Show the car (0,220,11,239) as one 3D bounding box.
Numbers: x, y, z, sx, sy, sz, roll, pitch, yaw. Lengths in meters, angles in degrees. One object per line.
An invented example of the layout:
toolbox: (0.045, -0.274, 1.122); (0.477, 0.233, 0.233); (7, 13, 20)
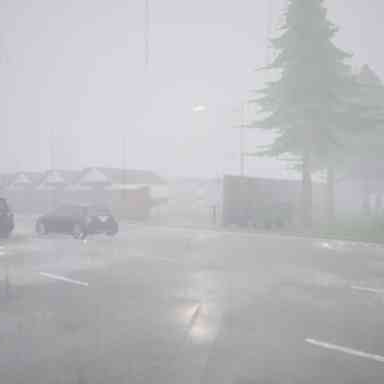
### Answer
car: (-7.740, 1.541, 9.703); (5.357, 1.411, 2.033); (0, 0, 35)

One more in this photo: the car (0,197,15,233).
car: (-10.865, 1.213, 16.176); (5.566, 2.045, 2.150); (0, 0, 35)

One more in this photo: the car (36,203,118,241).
car: (-5.938, 1.345, 16.991); (4.553, 1.767, 2.097); (0, 0, 35)
